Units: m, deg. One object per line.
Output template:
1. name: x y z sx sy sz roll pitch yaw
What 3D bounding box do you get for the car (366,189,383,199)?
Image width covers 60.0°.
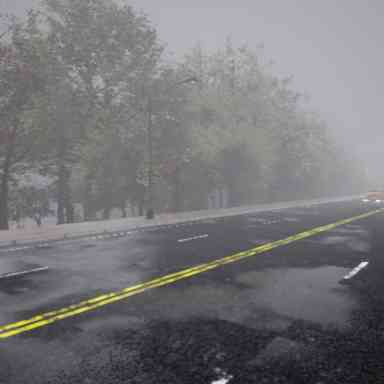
1. car: 28.069 0.299 50.983 1.882 1.535 5.008 1 2 39
